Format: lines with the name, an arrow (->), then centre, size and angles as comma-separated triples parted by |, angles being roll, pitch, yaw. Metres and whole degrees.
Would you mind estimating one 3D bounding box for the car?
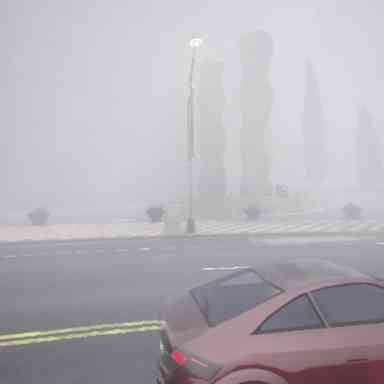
car -> 1.659, 1.515, 3.814 | 4.181, 1.385, 1.994 | 0, 1, -11
